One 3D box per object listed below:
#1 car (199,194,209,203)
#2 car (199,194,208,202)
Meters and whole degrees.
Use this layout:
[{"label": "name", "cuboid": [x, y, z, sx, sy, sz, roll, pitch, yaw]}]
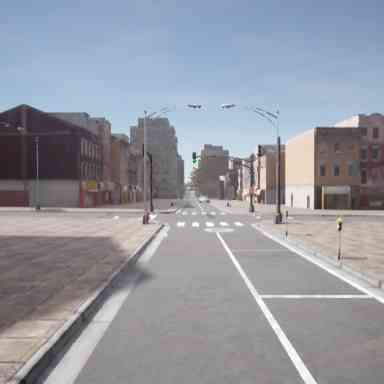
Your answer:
[{"label": "car", "cuboid": [2.982, 1.612, 81.241, 2.150, 2.045, 5.566, 0, -1, 0]}, {"label": "car", "cuboid": [2.982, 1.688, 88.244, 2.150, 2.045, 5.566, 0, -1, 0]}]
